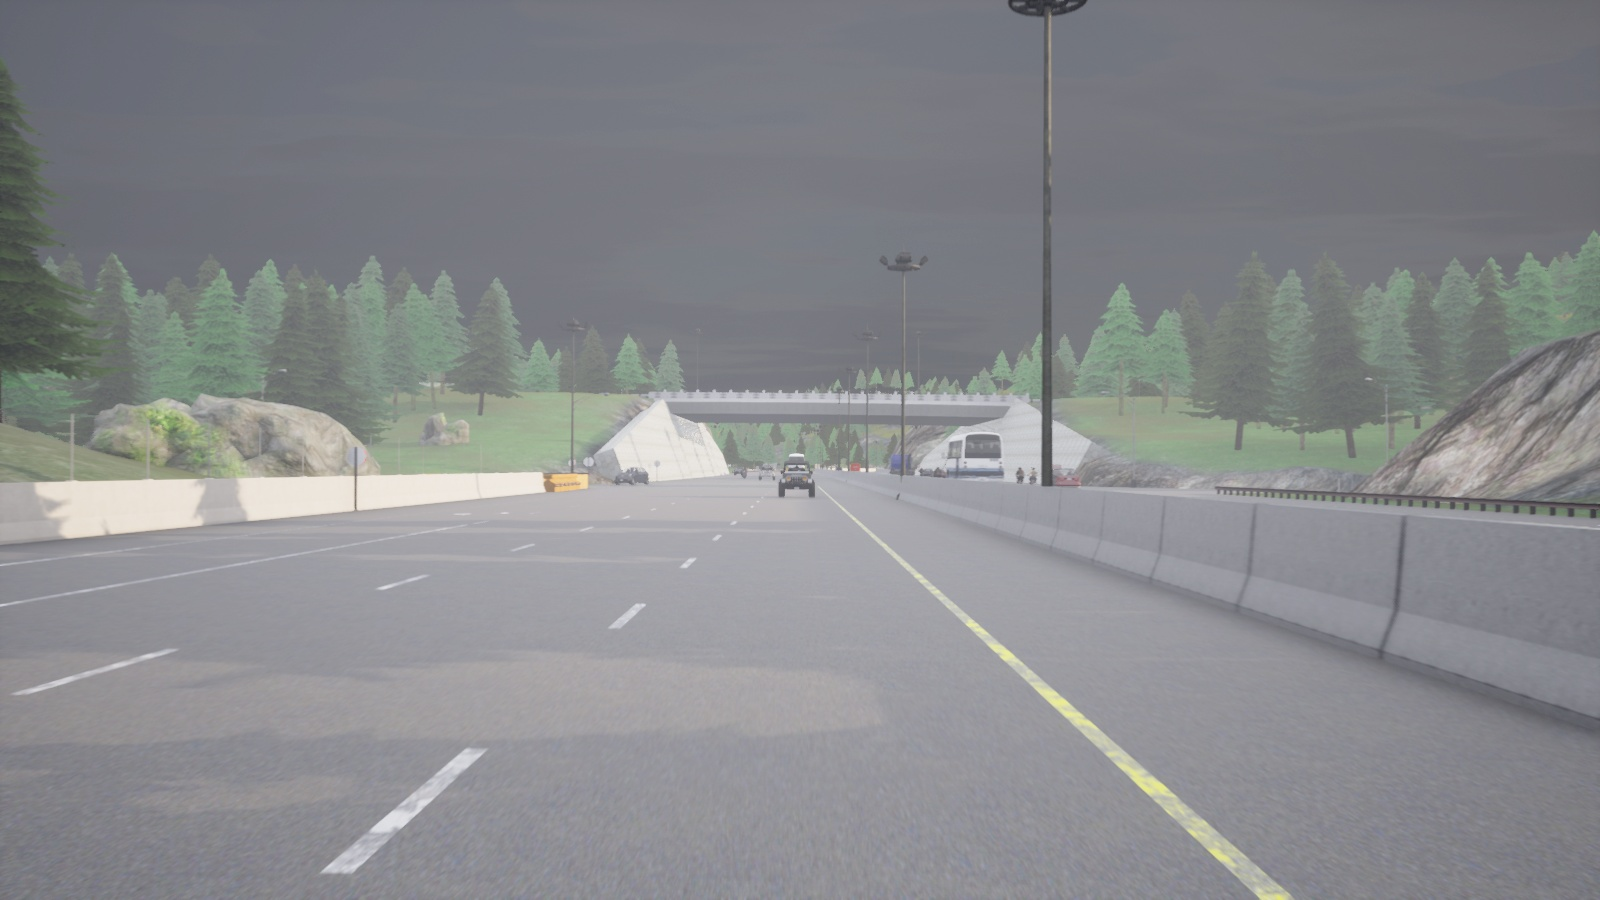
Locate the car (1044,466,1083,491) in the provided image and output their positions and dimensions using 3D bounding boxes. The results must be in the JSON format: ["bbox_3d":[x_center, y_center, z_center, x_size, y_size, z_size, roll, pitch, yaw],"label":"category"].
[{"bbox_3d":[17.304,1.865,82.698,1.789,1.549,3.705,0,-1,0],"label":"car"}]

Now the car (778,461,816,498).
[{"bbox_3d":[-0.155,1.506,64.929,1.905,1.878,3.866,0,-1,0],"label":"car"}]
